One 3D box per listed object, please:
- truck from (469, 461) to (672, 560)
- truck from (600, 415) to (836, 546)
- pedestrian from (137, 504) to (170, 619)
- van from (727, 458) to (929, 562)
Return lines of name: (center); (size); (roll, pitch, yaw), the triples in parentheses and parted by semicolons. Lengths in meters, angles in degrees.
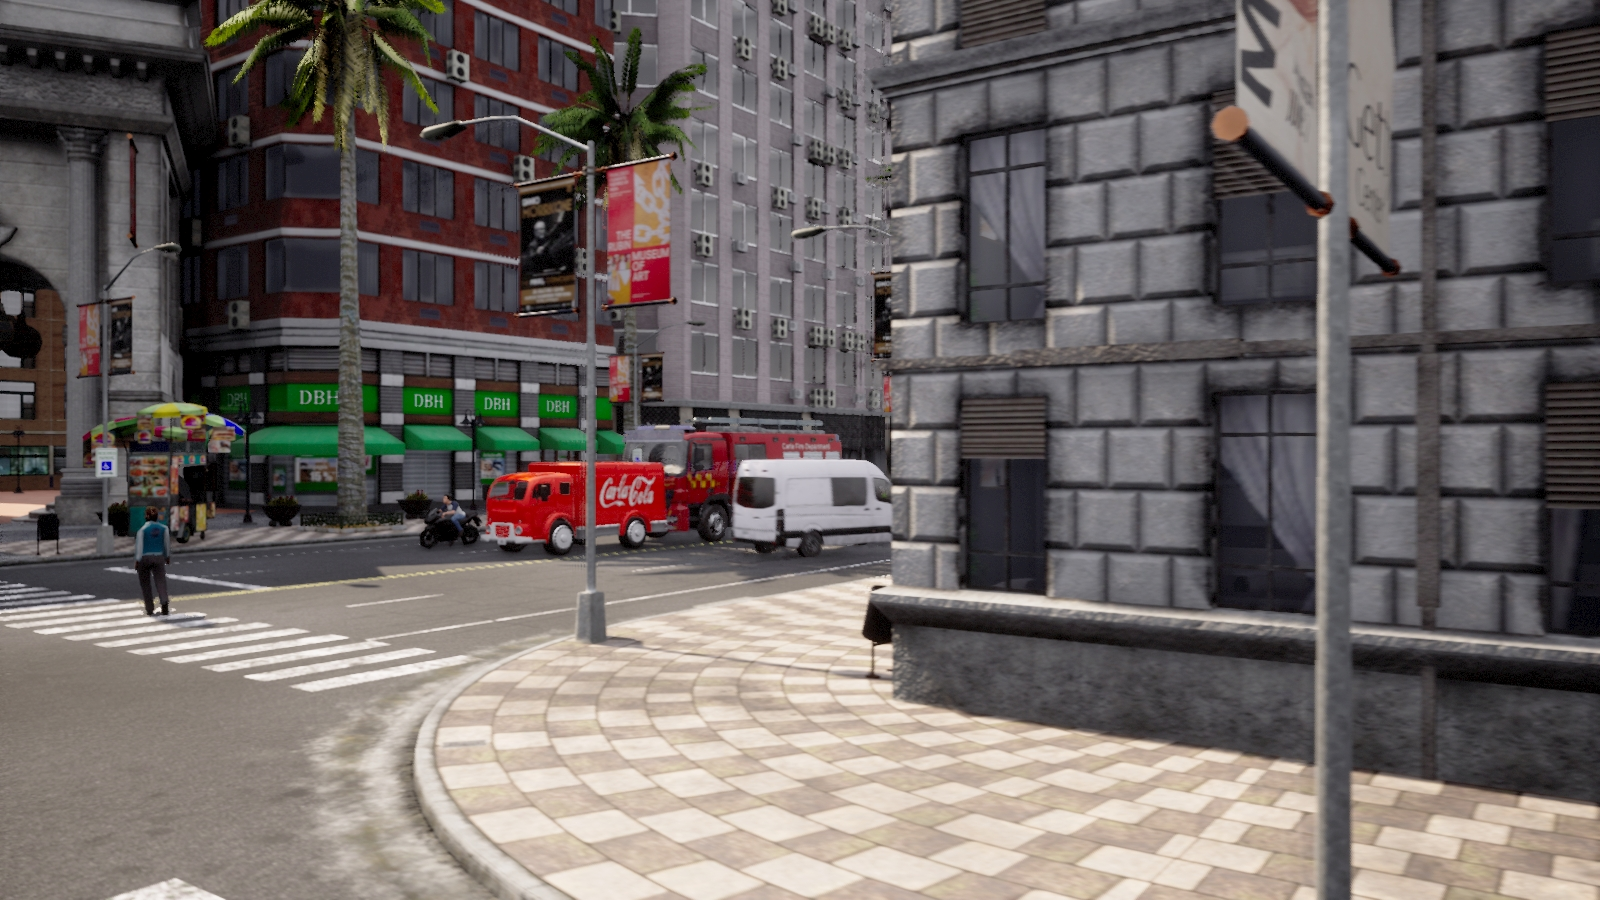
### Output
truck: (-6.316, 1.569, 32.060); (2.627, 2.467, 5.204); (0, 0, 35)
truck: (-2.455, 0.891, 37.707); (2.891, 3.827, 8.468); (0, 0, 37)
pedestrian: (-10.806, 1.850, 19.096); (0.375, 1.860, 0.375); (0, 0, 43)
van: (0.890, 1.535, 31.673); (5.915, 2.561, 1.988); (0, 1, -43)
